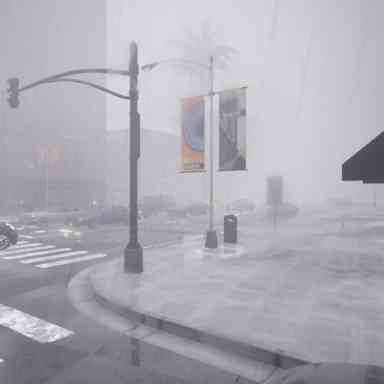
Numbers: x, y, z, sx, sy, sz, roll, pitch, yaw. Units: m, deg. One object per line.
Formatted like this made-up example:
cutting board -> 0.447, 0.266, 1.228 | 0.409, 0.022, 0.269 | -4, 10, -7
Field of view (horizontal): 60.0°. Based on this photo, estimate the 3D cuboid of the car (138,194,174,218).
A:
car -> -3.679, 1.252, 30.944 | 2.150, 2.045, 5.566 | 0, 0, 35

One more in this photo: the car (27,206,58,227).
car -> -9.318, 1.615, 22.973 | 1.895, 1.301, 4.718 | 0, 0, 35

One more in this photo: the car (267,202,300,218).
car -> 8.595, 1.621, 31.071 | 1.994, 1.385, 4.181 | 0, 0, 35

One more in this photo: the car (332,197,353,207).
car -> 24.807, 1.619, 54.013 | 2.128, 1.511, 4.902 | 0, 0, 35

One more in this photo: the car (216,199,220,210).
car -> 2.247, 1.528, 39.311 | 1.882, 1.535, 5.008 | 0, 0, 35

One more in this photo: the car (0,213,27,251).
car -> -8.844, 1.361, 12.019 | 2.097, 1.767, 4.553 | 0, 0, 35

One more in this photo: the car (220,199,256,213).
car -> 5.710, 1.549, 38.583 | 2.128, 1.511, 4.902 | 0, 0, 35

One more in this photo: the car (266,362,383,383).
car -> 2.202, 1.551, 1.275 | 4.403, 1.369, 2.008 | 0, 0, 36

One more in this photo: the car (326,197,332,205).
car -> 26.176, 1.622, 61.588 | 1.882, 1.535, 5.008 | 0, -1, 35

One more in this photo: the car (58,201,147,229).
car -> -5.798, 1.568, 22.310 | 2.033, 1.411, 5.357 | 0, 0, 35

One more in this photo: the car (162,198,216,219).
car -> -0.129, 1.515, 30.333 | 1.882, 1.535, 5.008 | 0, 0, 35
